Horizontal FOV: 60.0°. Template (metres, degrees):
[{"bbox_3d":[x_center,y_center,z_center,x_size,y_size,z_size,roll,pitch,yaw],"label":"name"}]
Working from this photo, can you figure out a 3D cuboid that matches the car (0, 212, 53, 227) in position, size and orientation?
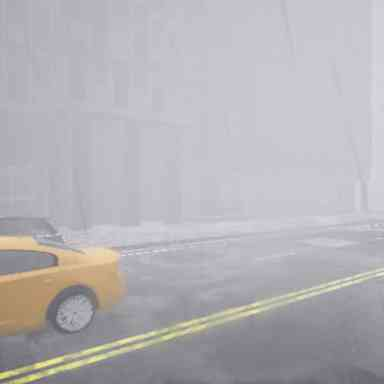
[{"bbox_3d":[-5.300,1.352,7.888,4.553,1.767,2.097,0,0,-36],"label":"car"}]

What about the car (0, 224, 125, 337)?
[{"bbox_3d":[-3.545,1.477,5.147,5.008,1.535,1.882,0,0,-36],"label":"car"}]
